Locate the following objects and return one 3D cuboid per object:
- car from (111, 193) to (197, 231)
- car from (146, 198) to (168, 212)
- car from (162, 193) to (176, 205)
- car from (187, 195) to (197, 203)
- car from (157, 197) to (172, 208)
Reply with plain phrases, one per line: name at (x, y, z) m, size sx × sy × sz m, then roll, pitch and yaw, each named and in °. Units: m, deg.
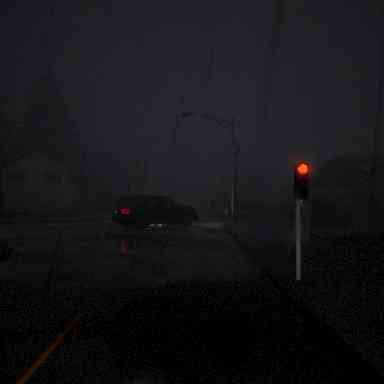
car at (-2.277, 1.222, 20.789) m, size 5.566 × 2.045 × 2.150 m, roll 0°, pitch 1°, yaw -37°
car at (-4.096, 1.490, 39.977) m, size 2.128 × 1.511 × 4.902 m, roll 0°, pitch 0°, yaw 0°
car at (-4.063, 1.219, 60.429) m, size 2.150 × 2.045 × 5.566 m, roll 0°, pitch 0°, yaw 0°
car at (0.010, 1.571, 75.045) m, size 2.097 × 1.767 × 4.553 m, roll 0°, pitch 0°, yaw 0°
car at (-4.086, 1.524, 49.981) m, size 1.812 × 1.442 × 4.674 m, roll 0°, pitch 0°, yaw 0°
